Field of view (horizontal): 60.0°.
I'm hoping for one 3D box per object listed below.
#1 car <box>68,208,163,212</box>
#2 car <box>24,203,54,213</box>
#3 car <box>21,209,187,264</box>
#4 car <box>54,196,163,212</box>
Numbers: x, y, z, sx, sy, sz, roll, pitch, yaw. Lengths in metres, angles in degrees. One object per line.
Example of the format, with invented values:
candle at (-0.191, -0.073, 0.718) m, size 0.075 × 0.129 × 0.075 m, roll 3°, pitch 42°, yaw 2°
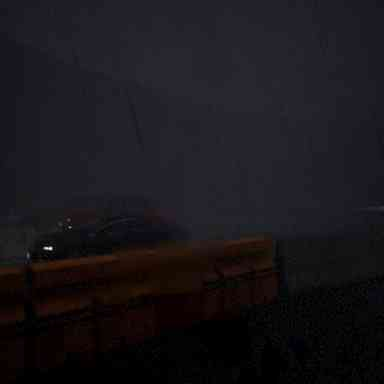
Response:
car at (-2.916, 1.587, 14.456) m, size 4.181 × 1.385 × 1.994 m, roll 0°, pitch 0°, yaw -32°
car at (-7.162, 1.242, 20.082) m, size 5.566 × 2.045 × 2.150 m, roll 0°, pitch 0°, yaw -33°
car at (-2.477, 1.507, 10.574) m, size 4.902 × 1.511 × 2.128 m, roll 0°, pitch 0°, yaw -33°
car at (-4.129, 1.249, 17.876) m, size 5.566 × 2.045 × 2.150 m, roll 0°, pitch 0°, yaw -32°
